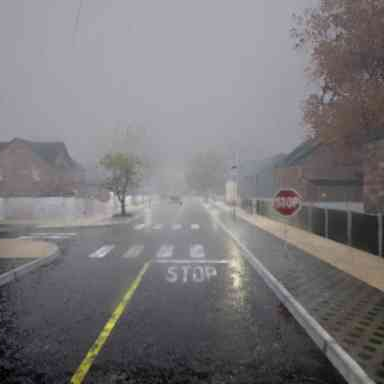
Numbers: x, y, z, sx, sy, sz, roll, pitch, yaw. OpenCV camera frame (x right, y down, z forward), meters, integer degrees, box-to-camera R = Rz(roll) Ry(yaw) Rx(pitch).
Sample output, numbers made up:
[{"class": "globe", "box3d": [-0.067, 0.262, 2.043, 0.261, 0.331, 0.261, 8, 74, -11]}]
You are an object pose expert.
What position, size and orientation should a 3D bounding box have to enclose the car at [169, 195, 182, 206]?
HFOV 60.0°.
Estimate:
[{"class": "car", "box3d": [-2.761, 1.353, 55.611, 2.097, 1.767, 4.553, 0, 0, 0]}]
